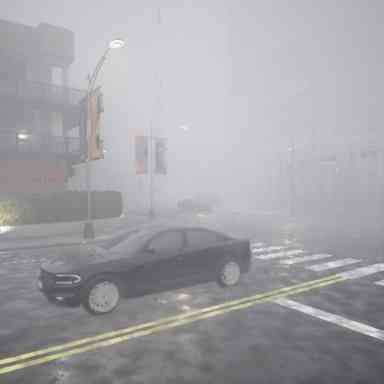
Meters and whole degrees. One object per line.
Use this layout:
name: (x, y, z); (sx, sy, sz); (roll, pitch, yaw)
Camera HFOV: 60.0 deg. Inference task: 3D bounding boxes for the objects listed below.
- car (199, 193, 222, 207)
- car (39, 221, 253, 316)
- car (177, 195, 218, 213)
car: (2.035, 1.221, 48.838); (2.150, 2.045, 5.566); (0, 0, -33)
car: (-0.804, 1.477, 7.702); (5.008, 1.535, 1.882); (0, 0, -35)
car: (0.267, 1.478, 37.130); (1.882, 1.535, 5.008); (0, 0, -35)
